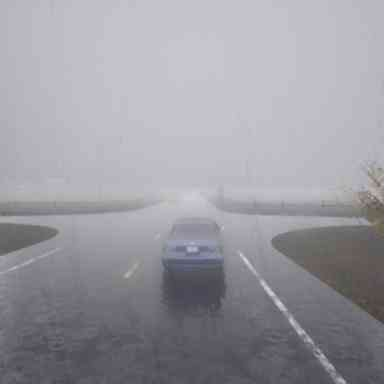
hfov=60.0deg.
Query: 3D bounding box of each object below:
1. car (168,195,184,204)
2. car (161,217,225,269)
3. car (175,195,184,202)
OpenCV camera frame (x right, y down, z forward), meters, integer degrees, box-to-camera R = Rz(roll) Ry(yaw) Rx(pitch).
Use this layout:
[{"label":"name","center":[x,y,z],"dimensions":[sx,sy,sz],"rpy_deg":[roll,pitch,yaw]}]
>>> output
[{"label":"car","center":[-3.167,1.308,61.593],"dimensions":[2.097,1.767,4.553],"rpy_deg":[0,0,1]},{"label":"car","center":[0.146,1.548,11.205],"dimensions":[2.033,1.411,5.357],"rpy_deg":[0,0,3]},{"label":"car","center":[-2.963,1.402,77.342],"dimensions":[1.882,1.535,5.008],"rpy_deg":[0,0,1]}]
